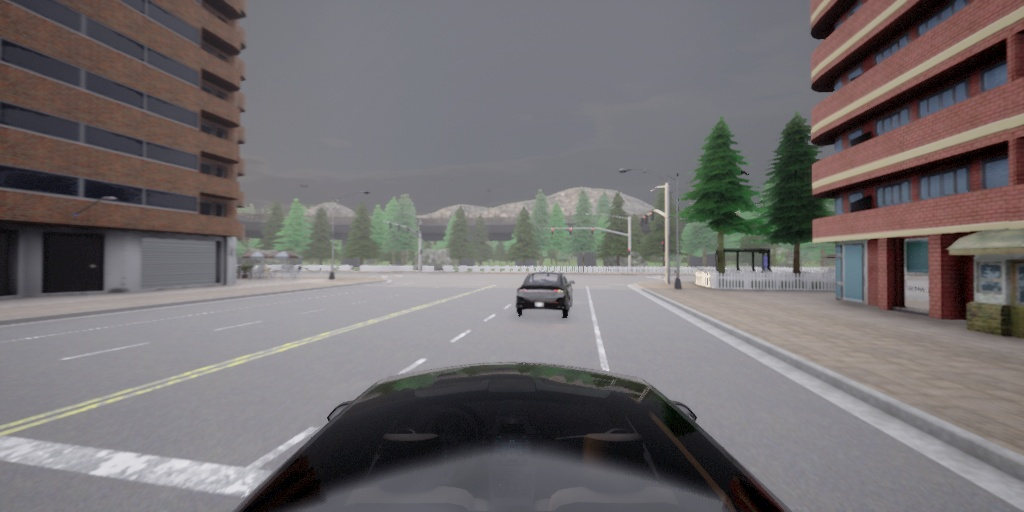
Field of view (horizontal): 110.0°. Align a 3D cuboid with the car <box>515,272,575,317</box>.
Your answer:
[{"bbox_3d":[1.361,1.378,13.958,2.128,1.511,4.902,0,0,11],"label":"car"}]
